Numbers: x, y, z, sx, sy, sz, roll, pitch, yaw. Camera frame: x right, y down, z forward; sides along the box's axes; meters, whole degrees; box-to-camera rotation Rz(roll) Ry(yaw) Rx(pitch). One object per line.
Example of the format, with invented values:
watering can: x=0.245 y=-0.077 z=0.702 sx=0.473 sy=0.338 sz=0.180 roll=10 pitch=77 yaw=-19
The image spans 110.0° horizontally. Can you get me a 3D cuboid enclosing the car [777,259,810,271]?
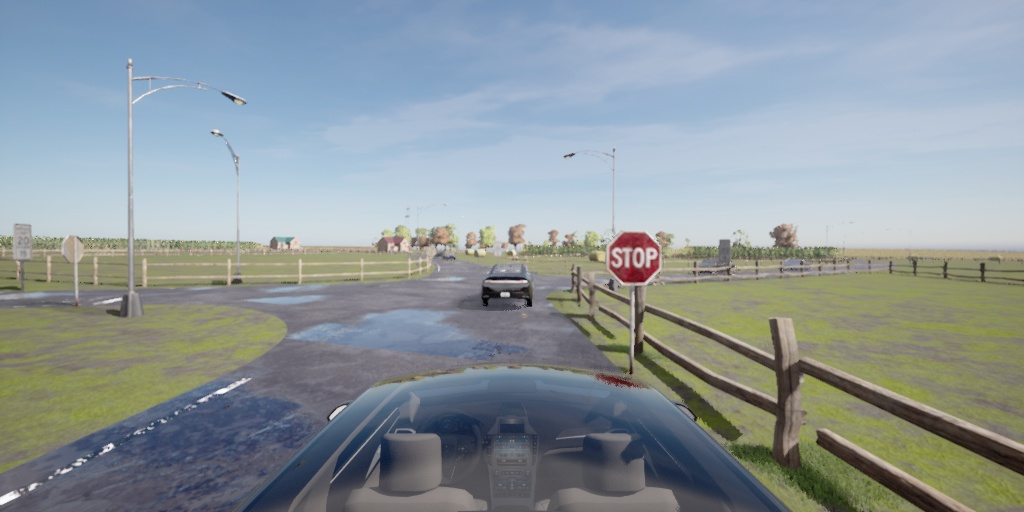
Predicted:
car: x=33.674 y=1.058 z=42.758 sx=5.357 sy=1.411 sz=2.033 roll=0 pitch=1 yaw=-33

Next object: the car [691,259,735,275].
car: x=18.851 y=0.990 z=33.594 sx=4.892 sy=1.490 sz=1.837 roll=0 pitch=1 yaw=-30

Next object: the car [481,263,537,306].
car: x=-0.046 y=1.039 z=14.459 sx=2.128 sy=1.511 sz=4.902 roll=0 pitch=1 yaw=4
